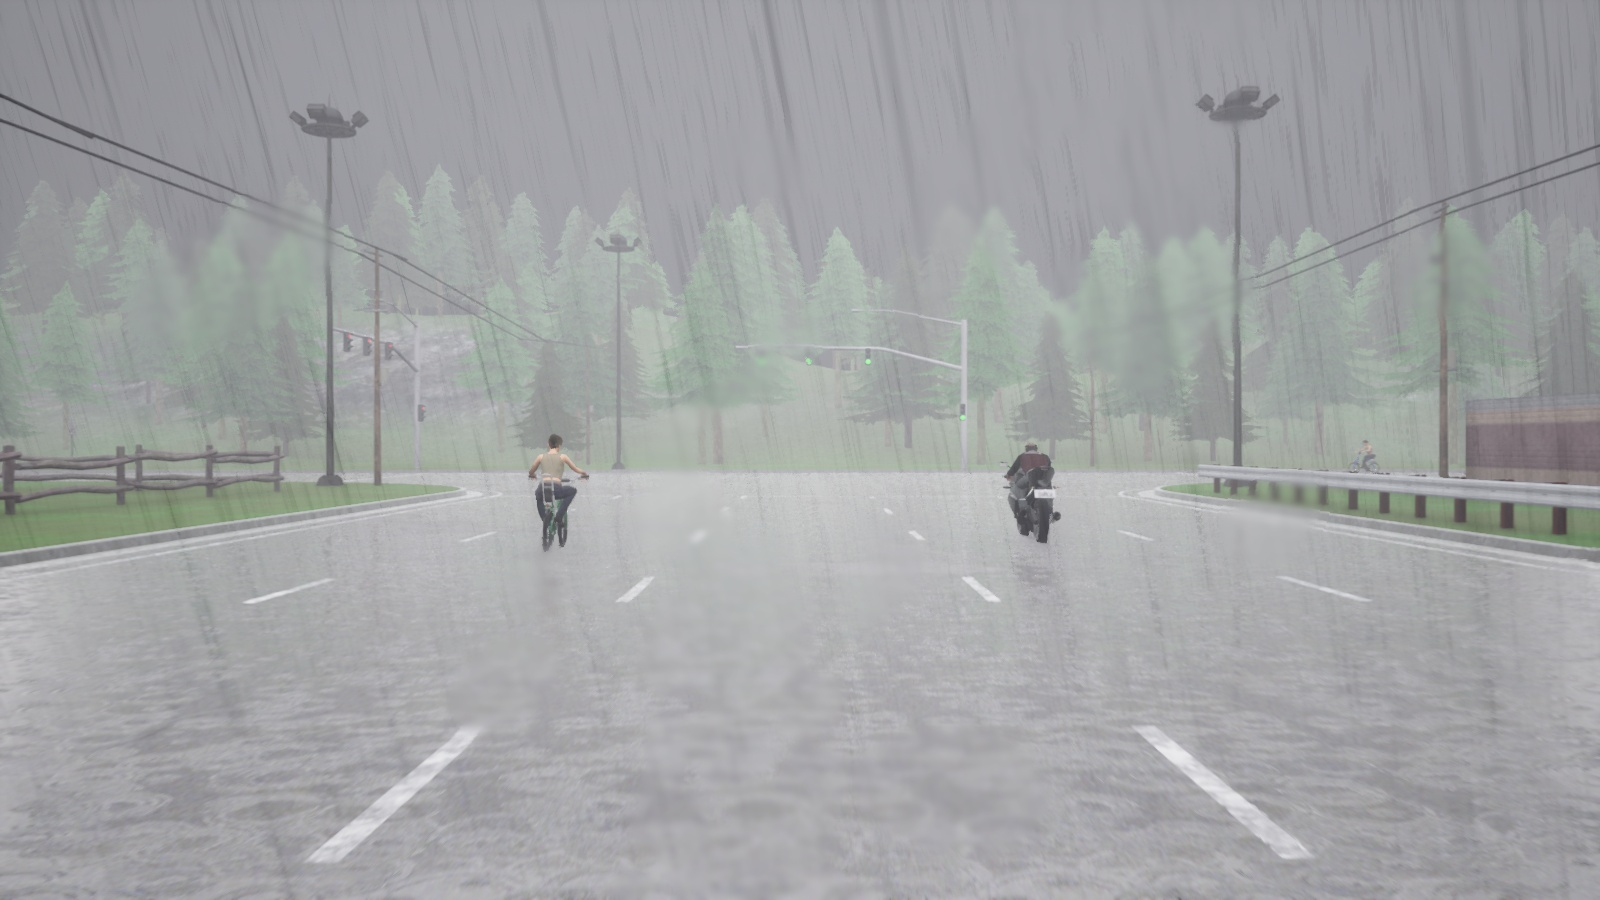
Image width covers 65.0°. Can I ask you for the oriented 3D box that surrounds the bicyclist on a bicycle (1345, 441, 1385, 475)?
[{"bbox_3d":[26.995,0.367,60.020,1.509,1.612,0.866,0,0,1],"label":"bicyclist on a bicycle"}]

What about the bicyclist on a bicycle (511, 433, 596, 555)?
[{"bbox_3d":[-3.391,0.582,17.427,0.866,1.612,1.509,0,0,1],"label":"bicyclist on a bicycle"}]

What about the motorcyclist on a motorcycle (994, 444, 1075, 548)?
[{"bbox_3d":[3.628,0.674,19.643,0.866,1.530,2.191,0,0,0],"label":"motorcyclist on a motorcycle"}]
